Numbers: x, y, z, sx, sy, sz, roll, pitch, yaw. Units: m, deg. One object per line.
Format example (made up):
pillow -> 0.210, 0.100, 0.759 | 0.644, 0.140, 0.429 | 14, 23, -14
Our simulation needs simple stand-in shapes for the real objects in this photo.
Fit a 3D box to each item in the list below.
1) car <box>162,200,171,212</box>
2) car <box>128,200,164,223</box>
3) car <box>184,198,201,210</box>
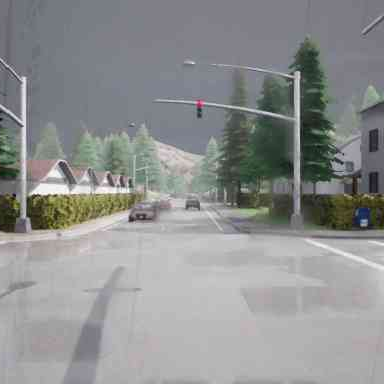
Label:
car -> -3.506, 1.613, 38.558 | 1.895, 1.301, 4.718 | 0, 0, 0
car -> -3.538, 1.572, 25.242 | 1.994, 1.385, 4.181 | 0, 0, 1
car -> 0.100, 1.518, 43.303 | 1.837, 1.490, 4.892 | 0, 0, 0
